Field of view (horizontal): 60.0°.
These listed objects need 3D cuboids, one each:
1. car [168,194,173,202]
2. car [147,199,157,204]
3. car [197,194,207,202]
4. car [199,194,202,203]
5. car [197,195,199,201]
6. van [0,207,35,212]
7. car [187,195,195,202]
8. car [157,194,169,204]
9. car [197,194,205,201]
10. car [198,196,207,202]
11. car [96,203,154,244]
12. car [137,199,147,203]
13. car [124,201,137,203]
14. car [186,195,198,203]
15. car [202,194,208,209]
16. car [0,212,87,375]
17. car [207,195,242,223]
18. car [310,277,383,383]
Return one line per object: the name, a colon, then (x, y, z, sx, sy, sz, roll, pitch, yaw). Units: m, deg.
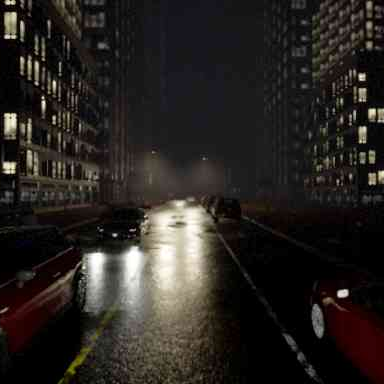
car: (-5.961, 1.608, 75.497, 1.802, 1.307, 4.206, 0, 0, 0)
car: (-5.839, 1.601, 42.261, 1.802, 1.307, 4.206, 0, 0, 0)
car: (2.400, 1.336, 81.067, 2.192, 1.841, 5.009, 0, 0, 0)
car: (2.522, 1.329, 47.832, 2.192, 1.841, 5.009, 0, 0, 0)
car: (2.480, 1.568, 58.910, 2.008, 1.369, 4.403, 0, 0, 0)
van: (-5.717, 1.349, 9.025, 1.690, 1.788, 3.998, 0, 0, 0)
car: (-0.282, 1.405, 77.630, 1.837, 1.490, 4.892, 0, 0, 0)
car: (-5.920, 1.606, 64.418, 1.802, 1.307, 4.206, 0, 0, 0)
car: (2.379, 1.462, 86.606, 1.967, 1.590, 4.097, 0, 0, 0)
car: (2.419, 1.586, 75.528, 1.947, 1.339, 4.313, 0, 0, 0)
car: (-3.145, 1.514, 15.950, 1.837, 1.490, 4.892, 0, 0, 0)
car: (-5.799, 1.566, 31.182, 2.008, 1.369, 4.403, 0, 0, 0)
car: (-5.778, 1.580, 25.643, 1.947, 1.339, 4.313, 0, 0, 0)
car: (-0.245, 1.545, 67.621, 1.812, 1.442, 4.674, 0, 0, 0)
car: (2.562, 1.327, 36.753, 2.192, 1.841, 5.009, 0, 0, 0)
car: (-3.114, 1.356, 4.681, 2.097, 1.767, 4.553, 0, 0, 0)
car: (2.603, 1.323, 25.674, 2.192, 1.841, 5.009, 0, 0, 0)
car: (2.707, 1.545, 3.520, 1.887, 1.381, 4.507, 0, 0, 0)
